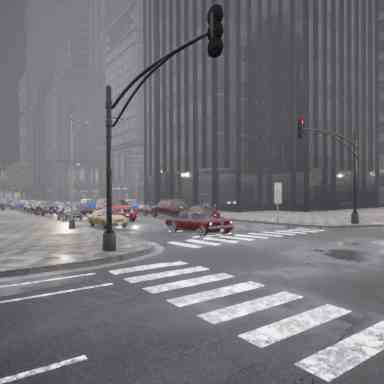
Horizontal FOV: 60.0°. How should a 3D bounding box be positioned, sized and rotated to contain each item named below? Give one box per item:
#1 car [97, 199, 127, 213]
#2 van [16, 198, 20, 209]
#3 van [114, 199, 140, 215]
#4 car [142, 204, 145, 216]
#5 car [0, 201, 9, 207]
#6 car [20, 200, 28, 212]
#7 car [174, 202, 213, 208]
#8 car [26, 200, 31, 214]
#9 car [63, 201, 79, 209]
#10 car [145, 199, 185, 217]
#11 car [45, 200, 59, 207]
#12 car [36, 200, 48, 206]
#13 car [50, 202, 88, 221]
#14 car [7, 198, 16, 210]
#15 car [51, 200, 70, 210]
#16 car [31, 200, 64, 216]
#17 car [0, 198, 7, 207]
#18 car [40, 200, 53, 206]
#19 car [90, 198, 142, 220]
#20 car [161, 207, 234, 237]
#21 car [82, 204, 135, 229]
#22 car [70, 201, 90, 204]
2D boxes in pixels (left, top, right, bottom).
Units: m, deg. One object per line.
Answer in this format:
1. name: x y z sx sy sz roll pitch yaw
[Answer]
1. car: -11.133 1.875 46.072 2.192 1.841 5.009 -1 0 -35
2. van: -26.126 2.122 52.434 1.690 1.788 3.998 -1 0 -35
3. van: -8.195 1.832 41.919 1.690 1.788 3.998 -1 0 -35
4. car: -5.251 2.004 37.766 1.802 1.307 4.206 -1 0 -35
5. car: -44.320 2.770 78.096 1.802 1.307 4.206 -1 0 -35
6. car: -23.298 2.156 48.448 1.967 1.590 4.097 -1 0 -35
7. car: 0.624 1.828 29.460 1.887 1.381 4.507 -1 0 -35
8. car: -20.470 2.195 44.463 1.887 1.381 4.507 -1 0 -35
9. car: -22.623 2.406 62.238 1.802 1.307 4.206 -1 0 -35
10. car: -2.319 1.668 33.613 2.192 1.841 5.009 -1 0 -35
11. car: -31.650 2.594 74.968 1.947 1.339 4.313 -1 0 -35
12. car: -37.670 2.709 83.456 2.008 1.369 4.403 -1 0 -35
13. car: -11.991 2.004 32.506 2.008 1.369 4.403 -1 0 -35
14. car: -31.880 2.353 60.550 1.967 1.590 4.097 -1 0 -35
15. car: -22.986 2.270 57.990 1.882 1.535 5.008 0 -1 -35
16. car: -17.649 1.900 40.478 2.192 1.841 5.009 -1 0 -35
17. car: -41.210 2.666 73.710 1.887 1.381 4.507 -1 0 -35
18. car: -34.660 2.660 79.213 1.947 1.339 4.313 -1 0 -35
19. car: -6.978 1.597 30.060 2.150 2.045 5.566 0 -1 -35
20. car: 0.345 1.803 19.731 1.895 1.301 4.718 0 -1 -35
21. car: -6.240 1.843 24.397 1.752 1.417 4.829 -1 0 -35
22. car: -12.952 2.063 38.492 2.033 1.411 5.357 0 -1 -35
